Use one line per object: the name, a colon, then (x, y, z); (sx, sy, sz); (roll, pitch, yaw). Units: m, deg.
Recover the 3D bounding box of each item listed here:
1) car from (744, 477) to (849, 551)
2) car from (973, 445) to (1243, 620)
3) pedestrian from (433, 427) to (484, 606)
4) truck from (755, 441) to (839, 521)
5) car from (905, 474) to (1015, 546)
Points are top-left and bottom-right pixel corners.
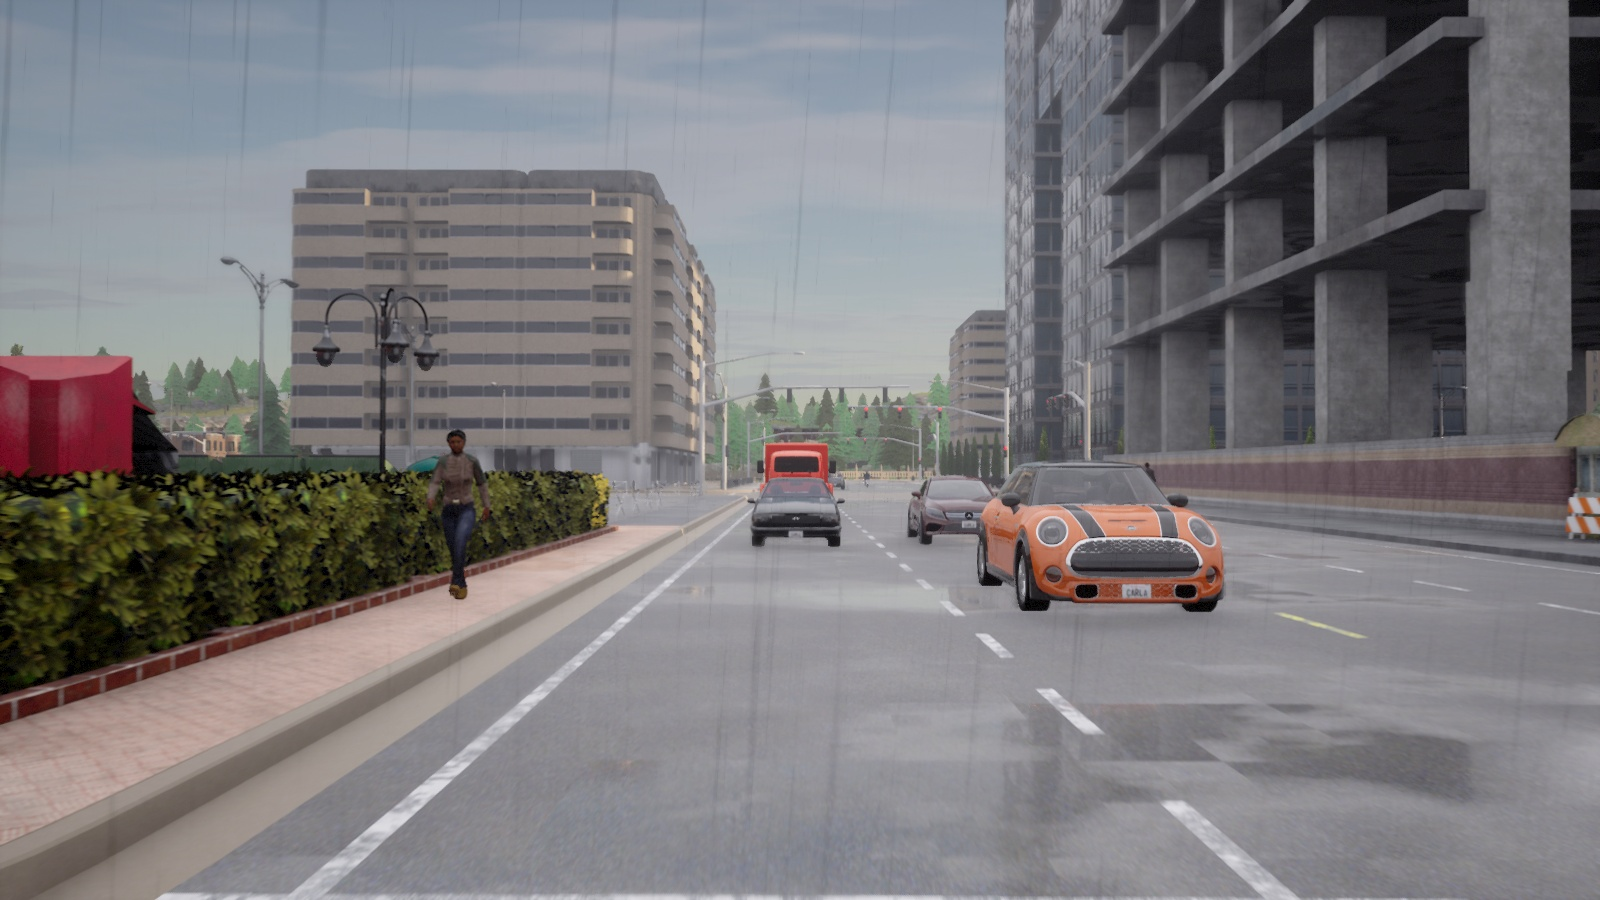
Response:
car: (-0.072, 1.294, 27.101); (2.033, 1.411, 5.357); (0, -1, 0)
car: (3.458, 0.879, 15.102); (2.097, 1.767, 4.553); (0, -1, 0)
pedestrian: (-3.569, 0.680, 13.154); (0.328, 1.805, 0.869); (0, -1, -2)
truck: (-0.113, 1.018, 42.029); (2.627, 2.467, 5.204); (0, -1, 0)
car: (3.425, 1.264, 27.729); (1.812, 1.442, 4.674); (0, -1, 0)
